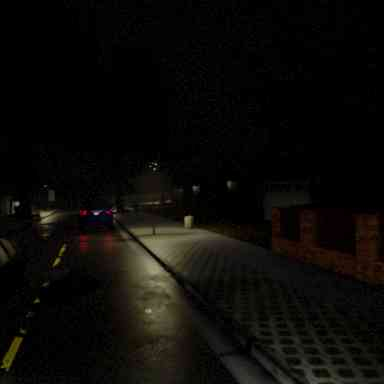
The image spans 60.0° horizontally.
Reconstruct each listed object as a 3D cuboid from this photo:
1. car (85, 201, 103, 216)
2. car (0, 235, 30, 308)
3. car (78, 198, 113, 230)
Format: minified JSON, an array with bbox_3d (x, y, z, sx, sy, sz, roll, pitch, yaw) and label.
[{"bbox_3d":[-11.634,1.861,39.251,1.882,1.535,5.008,-1,0,-17],"label":"car"},{"bbox_3d":[-4.683,1.663,6.893,2.033,1.411,5.357,-1,0,-17],"label":"car"},{"bbox_3d":[-6.716,1.454,23.193,2.150,2.045,5.566,-1,0,-17],"label":"car"}]
